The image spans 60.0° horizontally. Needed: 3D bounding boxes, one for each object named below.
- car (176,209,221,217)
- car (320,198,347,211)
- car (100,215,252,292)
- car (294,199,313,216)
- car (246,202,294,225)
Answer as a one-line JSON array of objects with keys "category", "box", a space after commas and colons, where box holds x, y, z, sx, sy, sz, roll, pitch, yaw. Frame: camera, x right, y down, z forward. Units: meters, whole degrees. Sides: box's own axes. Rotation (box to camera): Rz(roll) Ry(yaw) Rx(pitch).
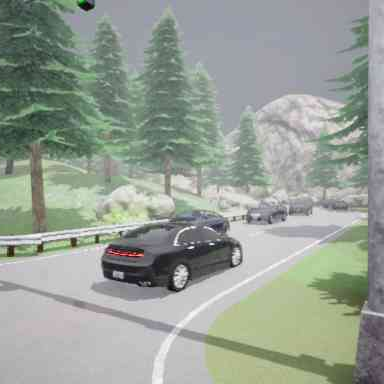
[{"category": "car", "box": [0.223, 1.573, 16.466, 1.994, 1.385, 4.181, 0, 0, 33]}, {"category": "car", "box": [17.682, 1.554, 41.671, 2.128, 1.511, 4.902, 1, 0, 2]}, {"category": "car", "box": [-0.253, 1.583, 9.141, 1.837, 1.490, 4.892, 0, -1, 33]}, {"category": "car", "box": [11.003, 1.520, 33.503, 1.837, 1.490, 4.892, 0, 0, 26]}, {"category": "car", "box": [5.649, 1.504, 24.800, 2.128, 1.511, 4.902, 0, 0, 33]}]
